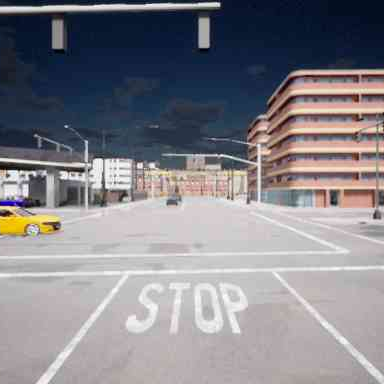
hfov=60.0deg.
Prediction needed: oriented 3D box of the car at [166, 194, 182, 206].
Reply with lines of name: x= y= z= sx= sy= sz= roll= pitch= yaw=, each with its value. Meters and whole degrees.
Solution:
car: x=-3.207 y=1.499 z=54.037 sx=2.033 sy=1.411 sz=5.357 roll=0 pitch=0 yaw=0

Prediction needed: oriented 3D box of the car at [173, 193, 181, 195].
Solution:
car: x=-3.244 y=1.163 z=70.000 sx=2.150 sy=2.045 sz=5.566 roll=0 pitch=0 yaw=0

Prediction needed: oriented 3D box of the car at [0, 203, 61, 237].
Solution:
car: x=-9.488 y=1.507 z=17.418 sx=5.008 sy=1.535 sz=1.882 roll=1 pitch=0 yaw=0

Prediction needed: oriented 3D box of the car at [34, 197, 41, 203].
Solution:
car: x=-24.010 y=1.413 z=47.995 sx=3.806 sy=1.475 sz=1.970 roll=0 pitch=0 yaw=1

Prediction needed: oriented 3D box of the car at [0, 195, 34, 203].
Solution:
car: x=-23.296 y=1.258 z=42.243 sx=4.611 sy=1.667 sz=2.242 roll=0 pitch=0 yaw=1
